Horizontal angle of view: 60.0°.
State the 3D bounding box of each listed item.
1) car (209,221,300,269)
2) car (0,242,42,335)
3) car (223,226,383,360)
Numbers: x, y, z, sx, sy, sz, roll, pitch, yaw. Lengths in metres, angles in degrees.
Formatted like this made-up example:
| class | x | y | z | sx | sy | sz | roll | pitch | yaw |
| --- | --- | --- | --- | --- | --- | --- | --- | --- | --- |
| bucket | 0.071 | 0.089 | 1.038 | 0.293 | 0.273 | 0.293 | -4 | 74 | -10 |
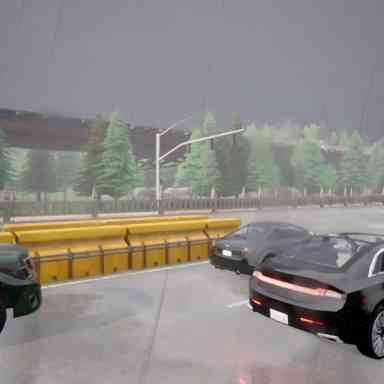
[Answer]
| class | x | y | z | sx | sy | sz | roll | pitch | yaw |
| --- | --- | --- | --- | --- | --- | --- | --- | --- | --- |
| car | 2.547 | 1.564 | 9.846 | 4.181 | 1.385 | 1.994 | 0 | 0 | -36 |
| car | -5.079 | 1.222 | 4.429 | 5.566 | 2.045 | 2.150 | 0 | 0 | -35 |
| car | 3.157 | 1.491 | 5.985 | 4.902 | 1.511 | 2.128 | 0 | 0 | -36 |
